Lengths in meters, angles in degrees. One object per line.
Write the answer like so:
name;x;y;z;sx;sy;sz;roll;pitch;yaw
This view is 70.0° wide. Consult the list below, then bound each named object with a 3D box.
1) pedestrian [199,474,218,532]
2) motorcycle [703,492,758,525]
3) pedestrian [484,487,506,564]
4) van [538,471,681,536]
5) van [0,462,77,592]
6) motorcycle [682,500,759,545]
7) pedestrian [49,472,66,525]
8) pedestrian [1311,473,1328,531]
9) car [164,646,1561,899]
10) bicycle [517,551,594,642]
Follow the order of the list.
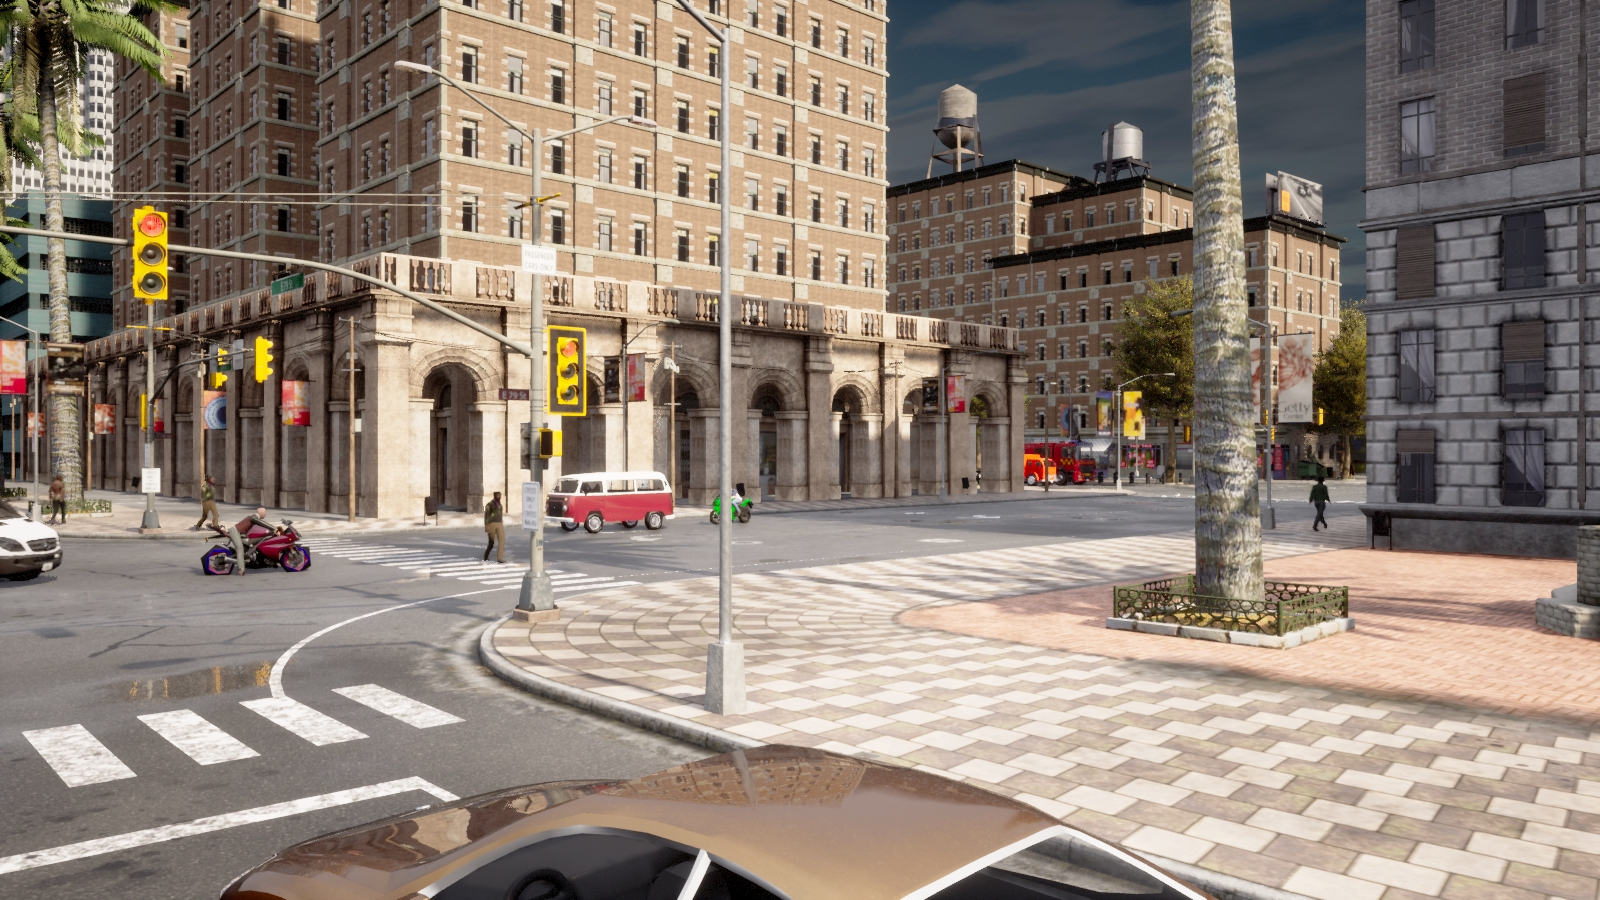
pedestrian;-19.149;1.696;36.992;0.375;1.860;0.375;0;0;15
motorcycle;-2.608;2.213;43.140;2.033;1.145;0.803;0;0;-43
pedestrian;-7.522;1.849;28.193;0.375;1.860;0.375;0;0;45
van;-6.553;1.783;39.554;4.480;2.038;2.069;0;0;-42
van;-18.498;1.534;23.469;5.915;2.561;1.988;0;0;-4
motorcycle;-2.427;2.205;35.063;2.209;1.251;0.867;0;0;-28
pedestrian;-25.957;1.696;39.953;0.375;1.860;0.375;0;0;-4
pedestrian;16.889;1.697;37.147;0.375;1.860;0.375;0;0;-41
car;-0.308;1.992;4.309;5.027;1.651;2.152;0;0;42
bicycle;-3.745;2.206;17.431;0.373;1.196;1.643;0;0;-42
